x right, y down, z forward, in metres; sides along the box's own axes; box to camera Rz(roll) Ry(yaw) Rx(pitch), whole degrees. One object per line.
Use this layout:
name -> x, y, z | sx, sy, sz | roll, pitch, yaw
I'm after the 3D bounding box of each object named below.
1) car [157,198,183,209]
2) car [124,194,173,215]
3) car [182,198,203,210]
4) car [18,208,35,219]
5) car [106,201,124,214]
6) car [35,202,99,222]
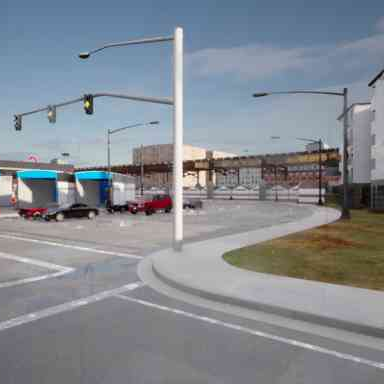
car -> -2.952, 1.547, 46.053 | 2.033, 1.411, 5.357 | 0, 0, 15
car -> -4.135, 1.221, 34.443 | 2.150, 2.045, 5.566 | 0, 0, 30
car -> 0.122, 1.547, 44.123 | 2.033, 1.411, 5.357 | 0, 0, 16
car -> -12.305, 1.601, 28.693 | 1.895, 1.301, 4.718 | 0, 0, 37
car -> -7.115, 1.601, 36.248 | 1.895, 1.301, 4.718 | 0, 0, 30
car -> -9.603, 1.526, 26.509 | 1.812, 1.442, 4.674 | 0, 0, 36
